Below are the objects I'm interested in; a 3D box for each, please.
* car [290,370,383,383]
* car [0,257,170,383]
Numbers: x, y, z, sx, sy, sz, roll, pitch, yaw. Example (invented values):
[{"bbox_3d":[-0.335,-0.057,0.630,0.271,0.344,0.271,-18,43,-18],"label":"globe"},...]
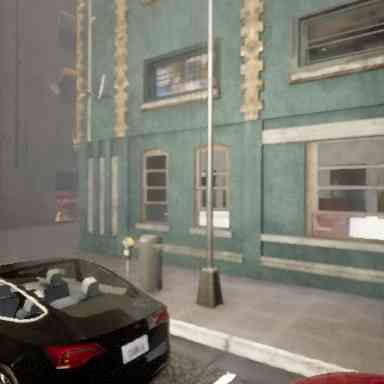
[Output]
[{"bbox_3d":[2.254,1.580,1.259,4.206,1.307,1.802,0,0,35],"label":"car"},{"bbox_3d":[-2.243,1.572,4.465,4.313,1.339,1.947,0,0,35],"label":"car"}]
